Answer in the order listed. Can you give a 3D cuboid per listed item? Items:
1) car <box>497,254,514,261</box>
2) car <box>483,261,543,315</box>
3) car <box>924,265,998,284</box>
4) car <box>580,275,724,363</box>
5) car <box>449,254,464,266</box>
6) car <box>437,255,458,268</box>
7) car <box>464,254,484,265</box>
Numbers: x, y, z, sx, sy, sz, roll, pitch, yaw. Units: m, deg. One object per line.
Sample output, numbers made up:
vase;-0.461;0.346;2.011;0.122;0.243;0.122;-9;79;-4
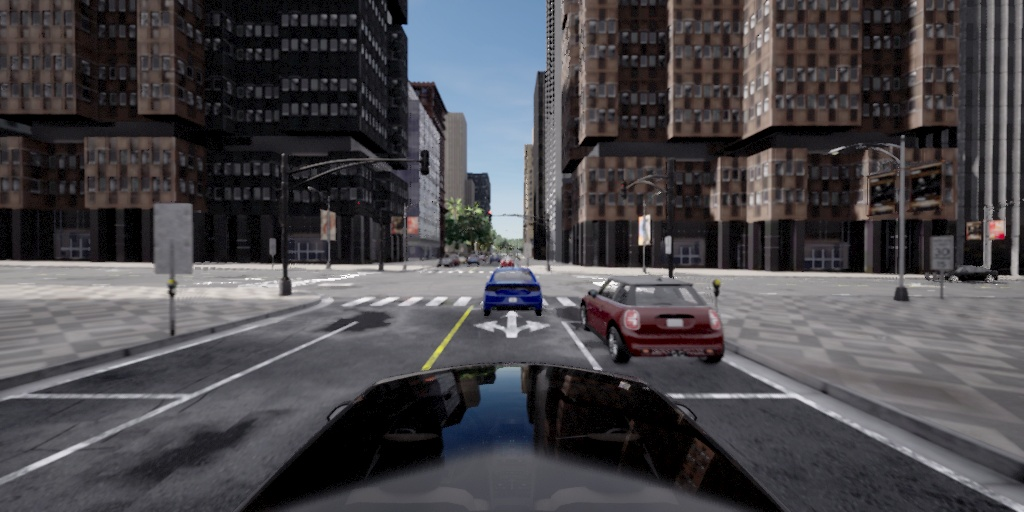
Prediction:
car;-0.623;0.808;49.407;1.967;1.591;4.097;0;0;0
car;0.034;1.135;13.116;1.882;1.535;5.008;0;0;0
car;39.360;1.573;31.497;5.008;1.535;1.882;1;1;0
car;2.759;1.138;8.018;1.967;1.591;4.097;0;0;0
car;-9.185;0.651;54.778;2.192;1.841;5.009;0;0;0
car;-9.148;0.935;49.352;1.948;1.339;4.313;0;0;0
car;-6.493;0.845;61.411;2.033;1.411;5.357;0;0;0
